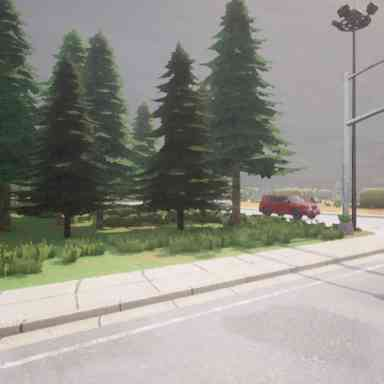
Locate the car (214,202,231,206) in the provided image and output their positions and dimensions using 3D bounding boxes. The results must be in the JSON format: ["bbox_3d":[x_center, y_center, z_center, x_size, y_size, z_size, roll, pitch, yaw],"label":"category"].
[{"bbox_3d":[2.479,1.507,37.475,2.128,1.511,4.902,0,0,-34],"label":"car"}]

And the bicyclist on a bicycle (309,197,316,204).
[{"bbox_3d":[12.876,1.312,35.549,1.656,1.620,0.582,0,0,-34],"label":"bicyclist on a bicycle"}]

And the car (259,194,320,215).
[{"bbox_3d":[8.317,1.237,28.968,2.150,2.045,5.566,0,0,-34],"label":"car"}]
